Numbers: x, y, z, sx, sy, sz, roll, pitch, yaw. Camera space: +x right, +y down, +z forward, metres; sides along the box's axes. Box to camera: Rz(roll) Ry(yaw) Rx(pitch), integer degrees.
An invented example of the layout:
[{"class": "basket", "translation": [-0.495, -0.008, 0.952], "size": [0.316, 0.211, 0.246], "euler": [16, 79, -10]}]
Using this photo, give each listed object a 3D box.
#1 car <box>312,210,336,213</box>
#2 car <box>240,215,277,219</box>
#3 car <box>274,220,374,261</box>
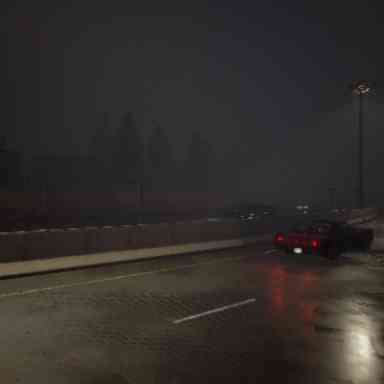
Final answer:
[{"class": "car", "translation": [11.957, 1.919, 30.868], "size": [1.895, 1.301, 4.718], "euler": [0, -1, 37]}, {"class": "car", "translation": [5.627, 1.770, 28.650], "size": [1.837, 1.490, 4.892], "euler": [0, 0, 40]}, {"class": "car", "translation": [5.277, 1.735, 12.892], "size": [4.718, 1.301, 1.895], "euler": [1, -1, -42]}]
